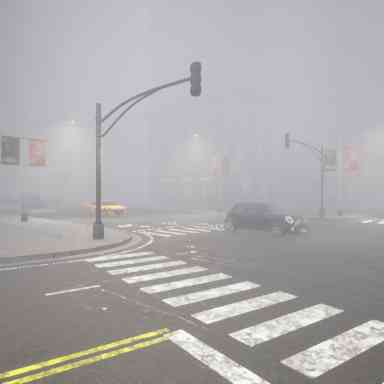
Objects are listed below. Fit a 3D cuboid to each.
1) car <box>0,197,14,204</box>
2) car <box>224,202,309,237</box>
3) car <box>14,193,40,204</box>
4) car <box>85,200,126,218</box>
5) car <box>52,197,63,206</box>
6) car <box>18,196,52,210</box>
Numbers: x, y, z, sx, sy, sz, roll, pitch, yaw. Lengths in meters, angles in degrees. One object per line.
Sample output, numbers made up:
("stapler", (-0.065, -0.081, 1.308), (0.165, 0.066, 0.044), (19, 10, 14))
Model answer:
("car", (-33.703, 1.533, 60.944), (1.994, 1.385, 4.181), (0, 0, -45))
("car", (4.021, 1.351, 18.244), (2.097, 1.767, 4.553), (0, 0, -45))
("car", (-26.122, 1.199, 53.350), (5.566, 2.045, 2.150), (0, 0, 45))
("car", (-7.909, 1.465, 30.203), (1.882, 1.535, 5.008), (0, 0, -45))
("car", (-23.097, 1.547, 54.929), (4.181, 1.385, 1.994), (0, 0, 44))
("car", (-20.048, 1.544, 42.393), (1.994, 1.385, 4.181), (0, 0, -45))
